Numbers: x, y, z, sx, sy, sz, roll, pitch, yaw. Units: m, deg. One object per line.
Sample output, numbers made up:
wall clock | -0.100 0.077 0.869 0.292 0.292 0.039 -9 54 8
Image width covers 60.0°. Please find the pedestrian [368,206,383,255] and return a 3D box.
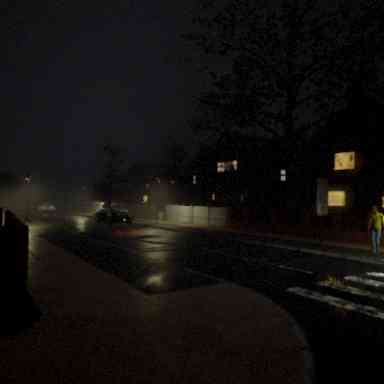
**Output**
pedestrian | 6.966 1.410 12.615 0.375 1.860 0.375 1 -1 -34

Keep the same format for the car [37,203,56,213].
car | -21.504 2.349 49.259 1.812 1.442 4.674 2 -2 -34

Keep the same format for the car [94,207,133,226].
car | -6.450 1.930 27.143 2.128 1.511 4.902 2 -2 -34
